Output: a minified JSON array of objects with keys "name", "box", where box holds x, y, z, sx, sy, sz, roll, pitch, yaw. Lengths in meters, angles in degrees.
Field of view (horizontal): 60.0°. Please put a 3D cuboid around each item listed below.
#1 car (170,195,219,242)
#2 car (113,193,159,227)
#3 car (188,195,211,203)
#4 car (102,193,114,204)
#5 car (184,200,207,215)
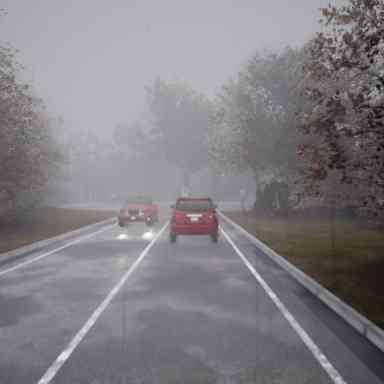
[{"name":"car","box":[0.098,1.219,16.482,2.150,2.045,5.566,0,0,0]},{"name":"car","box":[-3.585,1.218,23.128,2.150,2.045,5.566,0,0,0]},{"name":"car","box":[1.642,1.492,71.354,4.892,1.490,1.837,0,0,9]},{"name":"car","box":[-14.781,1.213,64.589,2.150,2.045,5.566,-1,0,36]},{"name":"car","box":[0.418,1.560,34.093,1.994,1.385,4.181,0,0,6]}]
